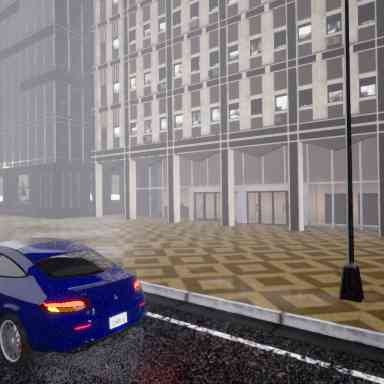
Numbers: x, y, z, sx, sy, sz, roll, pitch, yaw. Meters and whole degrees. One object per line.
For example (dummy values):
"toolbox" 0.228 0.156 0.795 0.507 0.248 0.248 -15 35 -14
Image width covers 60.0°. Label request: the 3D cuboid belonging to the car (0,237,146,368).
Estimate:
"car" -2.850 1.527 5.724 4.674 1.442 1.812 0 0 35
